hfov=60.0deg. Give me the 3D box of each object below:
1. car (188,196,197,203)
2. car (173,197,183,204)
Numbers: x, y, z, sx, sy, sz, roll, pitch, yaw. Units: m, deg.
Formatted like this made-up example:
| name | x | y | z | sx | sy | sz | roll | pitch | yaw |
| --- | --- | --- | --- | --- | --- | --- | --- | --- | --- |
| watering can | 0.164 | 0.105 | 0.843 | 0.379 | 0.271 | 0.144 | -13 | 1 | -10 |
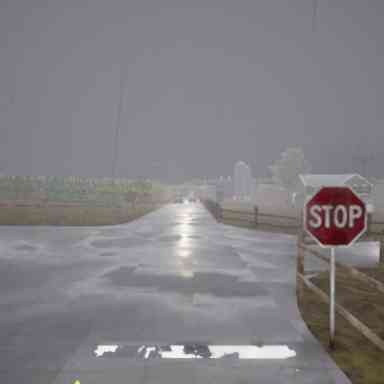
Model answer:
| name | x | y | z | sx | sy | sz | roll | pitch | yaw |
| --- | --- | --- | --- | --- | --- | --- | --- | --- | --- |
| car | 0.091 | 1.648 | 71.843 | 2.033 | 1.411 | 5.357 | 0 | 0 | 0 |
| car | -2.667 | 1.648 | 65.623 | 2.033 | 1.411 | 5.357 | 0 | 0 | 0 |
